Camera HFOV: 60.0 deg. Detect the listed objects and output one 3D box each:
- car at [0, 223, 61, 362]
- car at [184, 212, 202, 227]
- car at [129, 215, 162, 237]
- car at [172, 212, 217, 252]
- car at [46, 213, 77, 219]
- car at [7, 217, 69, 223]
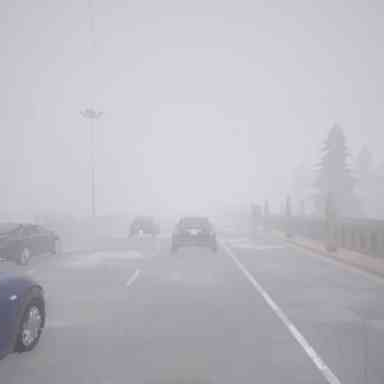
[{"bbox_3d":[-3.400,1.419,3.540,2.097,1.767,4.553,0,-1,0],"label":"car"},{"bbox_3d":[0.093,3.081,38.035,1.882,1.535,5.008,0,-2,0],"label":"car"},{"bbox_3d":[-3.405,2.495,24.719,1.837,1.490,4.892,0,-2,0],"label":"car"},{"bbox_3d":[0.097,1.995,17.233,2.097,1.767,4.553,0,-3,0],"label":"car"},{"bbox_3d":[-14.007,3.097,36.553,1.812,1.442,4.674,0,-3,0],"label":"car"},{"bbox_3d":[-6.902,1.963,13.351,1.837,1.490,4.892,0,-2,0],"label":"car"}]
